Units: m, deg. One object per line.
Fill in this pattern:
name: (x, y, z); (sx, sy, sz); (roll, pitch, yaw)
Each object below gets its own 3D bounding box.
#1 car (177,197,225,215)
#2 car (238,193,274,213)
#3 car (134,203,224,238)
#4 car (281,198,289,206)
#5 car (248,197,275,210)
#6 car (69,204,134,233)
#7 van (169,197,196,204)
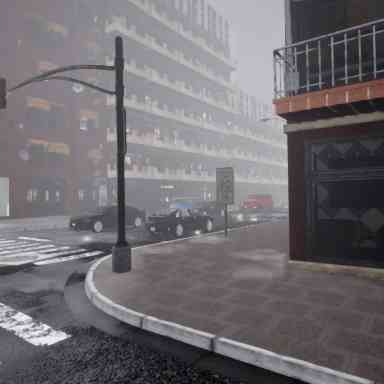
car: (1.128, 1.479, 28.394); (1.837, 1.490, 4.892); (-1, -1, 35)
car: (7.213, 1.174, 36.901); (2.150, 2.045, 5.566); (-1, -1, 36)
car: (-0.507, 1.435, 16.803); (2.008, 1.369, 4.403); (-1, -1, 36)
car: (15.672, 1.496, 52.962); (1.752, 1.417, 4.829); (-1, -1, 36)
car: (9.287, 1.431, 44.040); (1.967, 1.590, 4.097); (-1, -1, 36)
car: (-4.919, 1.476, 19.944); (1.882, 1.535, 5.008); (-1, -1, 36)
van: (-0.438, 1.365, 30.449); (1.690, 1.788, 3.998); (-1, -1, 36)
